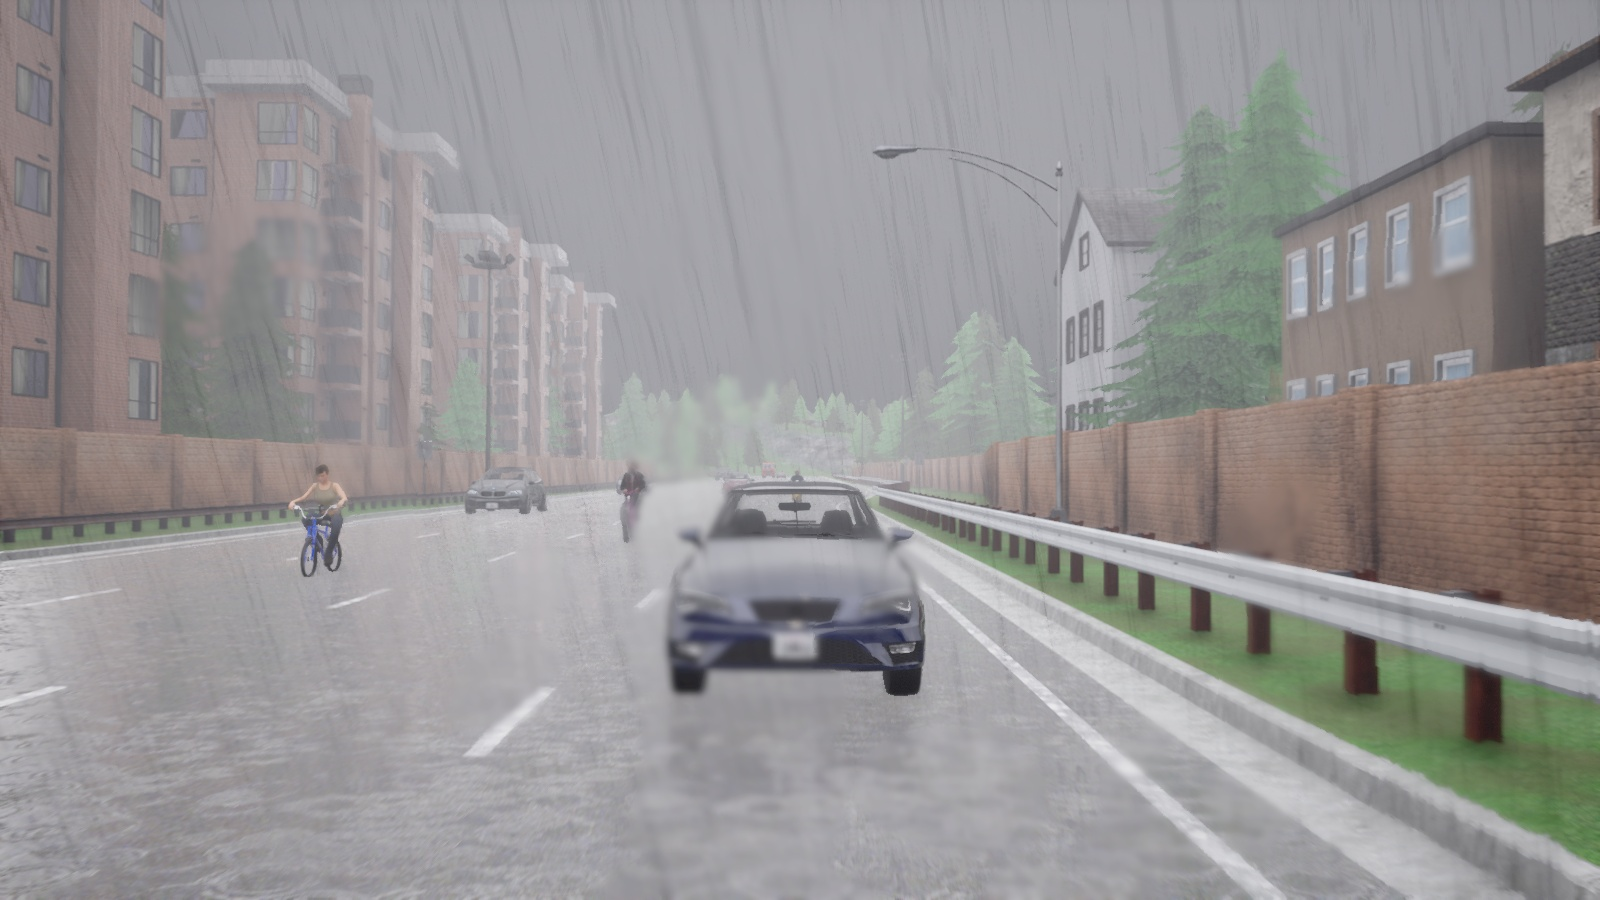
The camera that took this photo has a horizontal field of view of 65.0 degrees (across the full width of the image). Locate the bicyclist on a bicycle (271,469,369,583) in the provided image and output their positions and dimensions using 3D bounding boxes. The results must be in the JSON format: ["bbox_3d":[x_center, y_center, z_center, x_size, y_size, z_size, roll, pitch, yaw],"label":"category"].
[{"bbox_3d":[-7.041,1.089,18.509,0.866,1.612,1.509,0,-1,0],"label":"bicyclist on a bicycle"}]

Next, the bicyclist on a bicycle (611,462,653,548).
[{"bbox_3d":[-3.570,1.147,26.750,0.659,1.776,1.843,0,-1,0],"label":"bicyclist on a bicycle"}]

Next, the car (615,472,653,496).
[{"bbox_3d":[-10.696,2.180,81.098,1.970,1.475,3.806,0,-1,0],"label":"car"}]

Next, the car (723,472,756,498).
[{"bbox_3d":[-3.685,2.126,76.659,1.845,1.501,3.633,0,-1,0],"label":"car"}]

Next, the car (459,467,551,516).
[{"bbox_3d":[-10.611,1.463,45.514,2.242,1.667,4.611,0,-1,0],"label":"car"}]

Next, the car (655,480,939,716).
[{"bbox_3d":[-0.025,0.998,10.140,1.816,1.474,4.193,0,-1,0],"label":"car"}]
